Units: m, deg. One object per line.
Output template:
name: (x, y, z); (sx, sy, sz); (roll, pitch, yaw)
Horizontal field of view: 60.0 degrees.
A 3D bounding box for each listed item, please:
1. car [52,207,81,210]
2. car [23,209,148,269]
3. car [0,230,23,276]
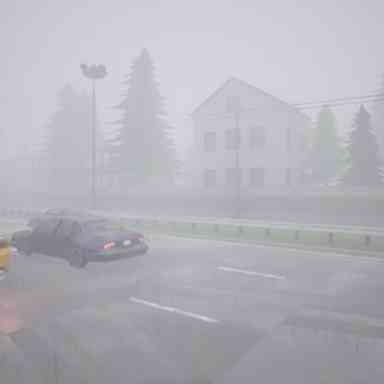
car: (-6.746, 1.487, 17.393); (4.181, 1.385, 1.994); (0, 0, 36)
car: (-3.904, 1.500, 11.051); (5.357, 1.411, 2.033); (0, 0, 36)
car: (-6.758, 1.425, 8.790); (5.008, 1.535, 1.882); (1, 0, 36)
